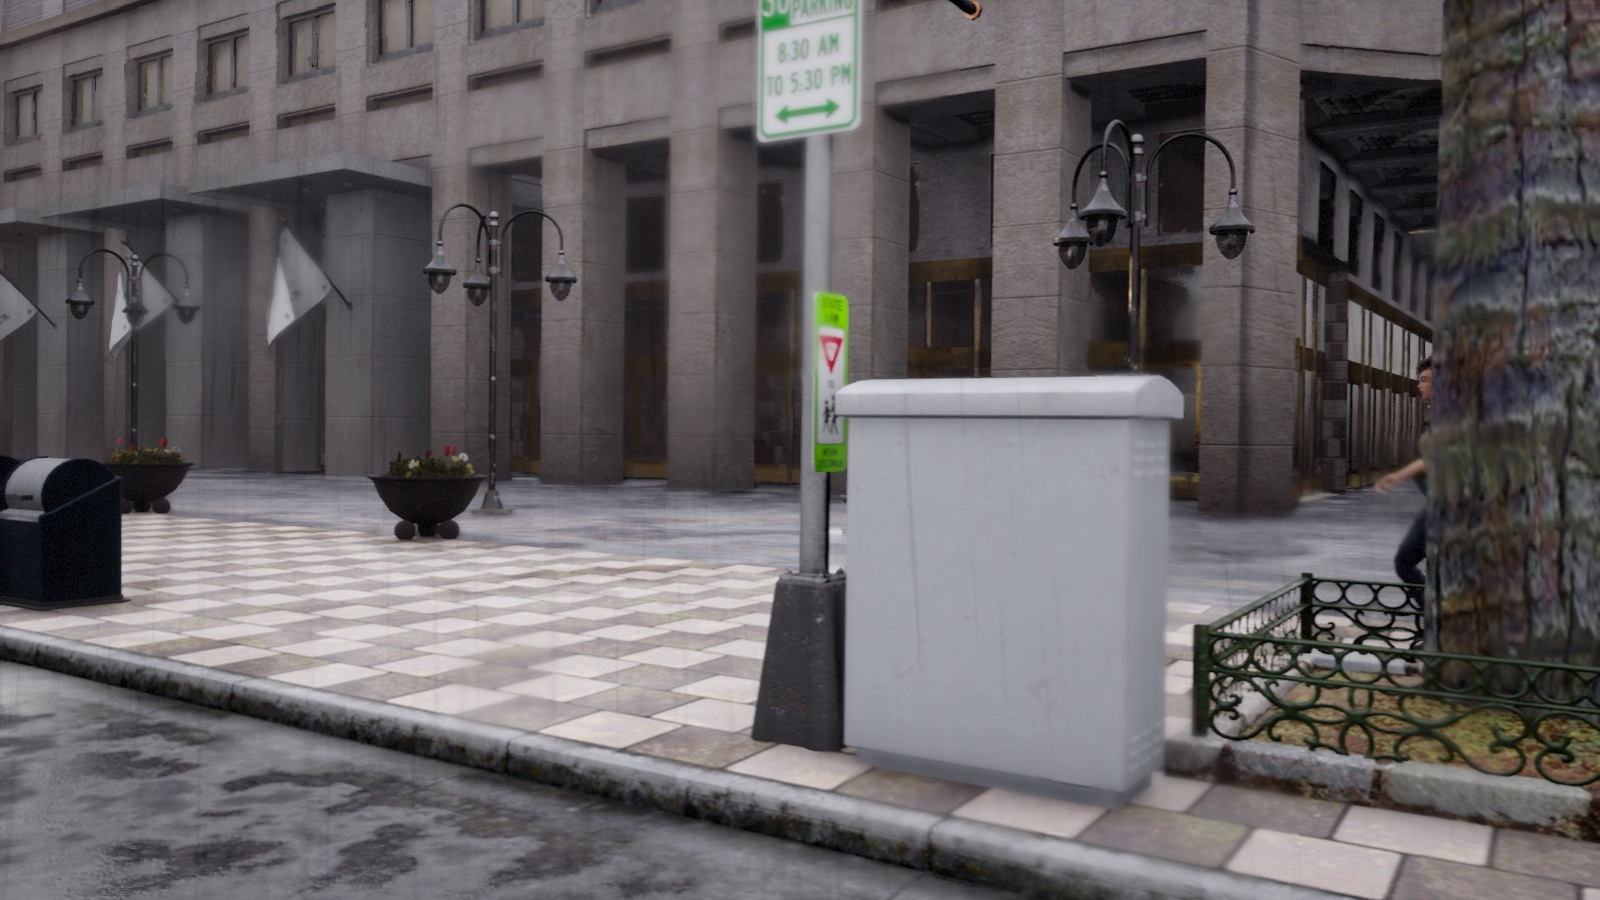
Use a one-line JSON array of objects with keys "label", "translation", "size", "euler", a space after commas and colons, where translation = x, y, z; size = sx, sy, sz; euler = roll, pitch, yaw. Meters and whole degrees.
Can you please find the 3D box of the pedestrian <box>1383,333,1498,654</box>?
[{"label": "pedestrian", "translation": [3.812, 0.248, 7.477], "size": [0.594, 1.836, 0.345], "euler": [0, 1, 29]}]
